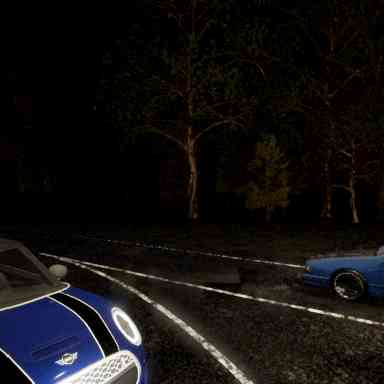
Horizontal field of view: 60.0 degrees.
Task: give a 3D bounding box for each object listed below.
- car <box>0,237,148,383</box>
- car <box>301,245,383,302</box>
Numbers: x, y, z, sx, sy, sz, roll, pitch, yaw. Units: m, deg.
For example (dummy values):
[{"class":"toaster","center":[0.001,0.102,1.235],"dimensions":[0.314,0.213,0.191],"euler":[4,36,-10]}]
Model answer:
[{"class":"car","center":[-2.654,1.338,3.766],"dimensions":[4.553,1.767,2.097],"euler":[1,0,35]},{"class":"car","center":[5.042,1.550,6.539],"dimensions":[5.357,1.411,2.033],"euler":[0,0,35]}]
